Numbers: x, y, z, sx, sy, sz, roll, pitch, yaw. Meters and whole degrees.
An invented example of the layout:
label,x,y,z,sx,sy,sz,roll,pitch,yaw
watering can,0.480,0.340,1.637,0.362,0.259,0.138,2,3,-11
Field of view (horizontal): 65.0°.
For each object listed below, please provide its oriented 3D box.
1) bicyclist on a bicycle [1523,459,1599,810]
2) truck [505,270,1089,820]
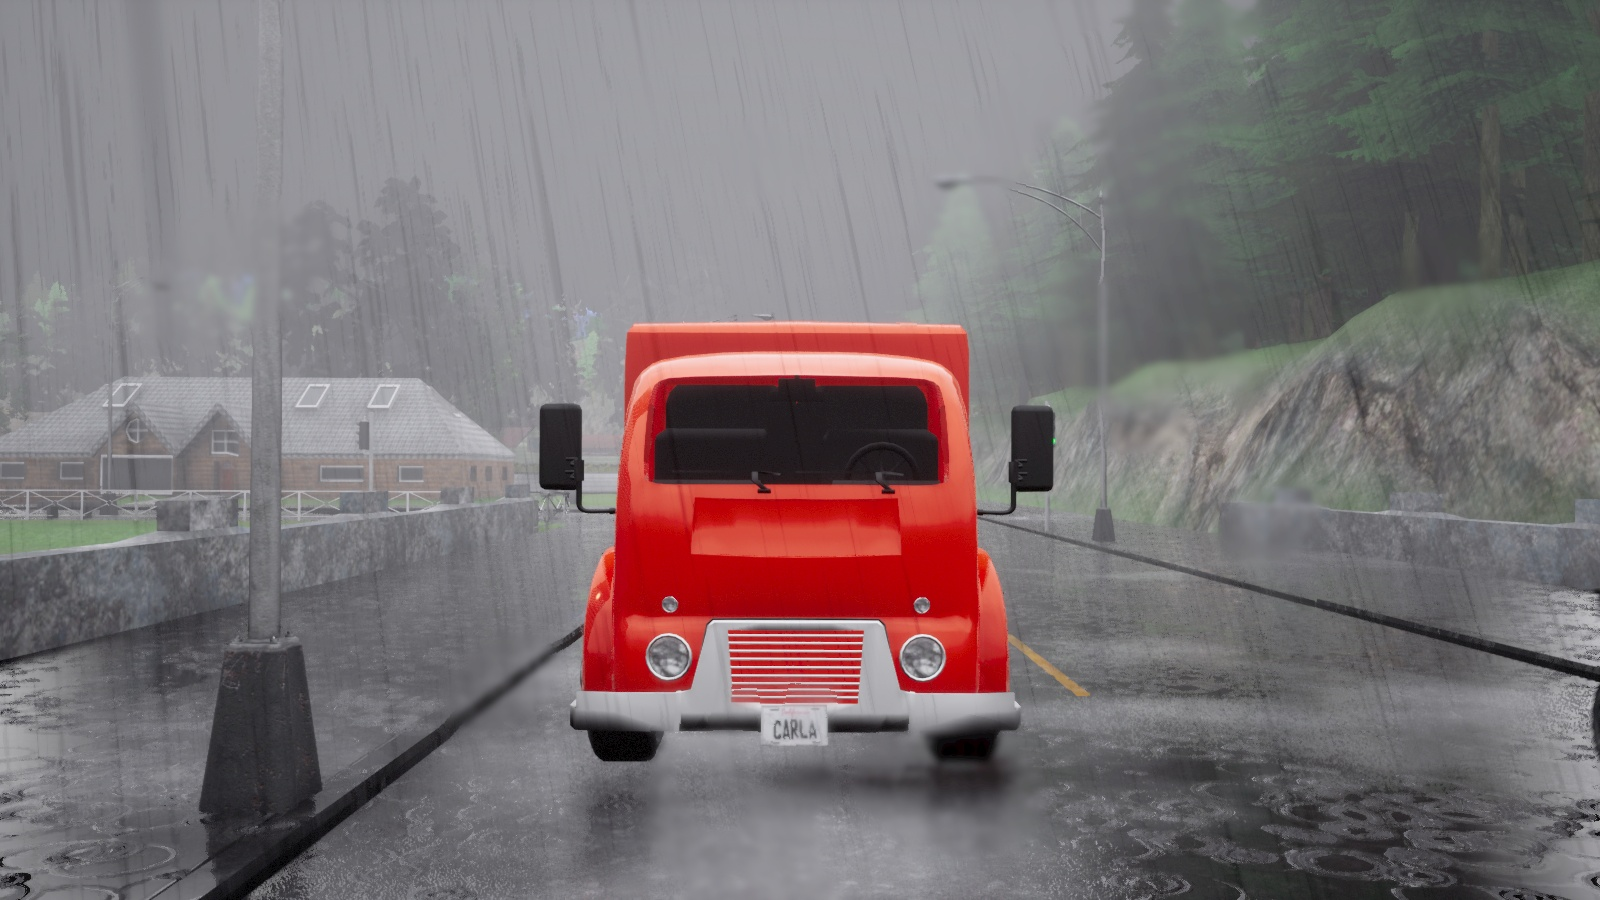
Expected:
label,x,y,z,sx,sy,sz,roll,pitch,yaw
bicyclist on a bicycle,3.983,0.845,5.562,0.582,1.620,1.656,0,-1,0
truck,-0.024,0.467,8.268,2.627,2.467,5.204,0,-1,0
